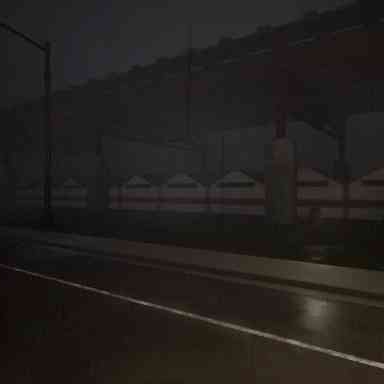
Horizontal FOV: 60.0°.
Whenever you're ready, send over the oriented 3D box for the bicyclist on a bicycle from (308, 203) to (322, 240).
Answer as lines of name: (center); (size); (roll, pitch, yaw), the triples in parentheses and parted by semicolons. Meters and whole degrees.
bicyclist on a bicycle: (5.536, 1.299, 15.029); (0.582, 1.620, 1.656); (0, 0, 5)
